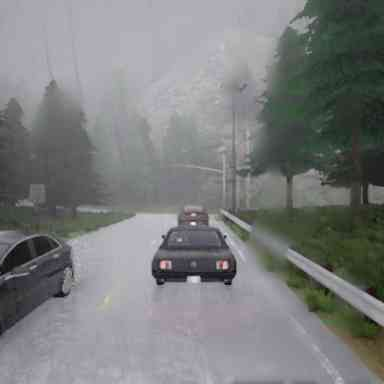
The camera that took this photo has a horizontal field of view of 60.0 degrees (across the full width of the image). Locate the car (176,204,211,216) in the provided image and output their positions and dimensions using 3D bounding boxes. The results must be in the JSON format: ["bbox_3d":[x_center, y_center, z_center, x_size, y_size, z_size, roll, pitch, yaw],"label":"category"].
[{"bbox_3d":[0.091,1.494,20.765,1.837,1.490,4.892,0,0,1],"label":"car"}]

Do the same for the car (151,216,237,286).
[{"bbox_3d":[0.065,1.596,9.378,1.895,1.301,4.718,0,0,1],"label":"car"}]

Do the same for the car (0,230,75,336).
[{"bbox_3d":[-3.585,1.502,5.759,1.837,1.490,4.892,0,0,0],"label":"car"}]
